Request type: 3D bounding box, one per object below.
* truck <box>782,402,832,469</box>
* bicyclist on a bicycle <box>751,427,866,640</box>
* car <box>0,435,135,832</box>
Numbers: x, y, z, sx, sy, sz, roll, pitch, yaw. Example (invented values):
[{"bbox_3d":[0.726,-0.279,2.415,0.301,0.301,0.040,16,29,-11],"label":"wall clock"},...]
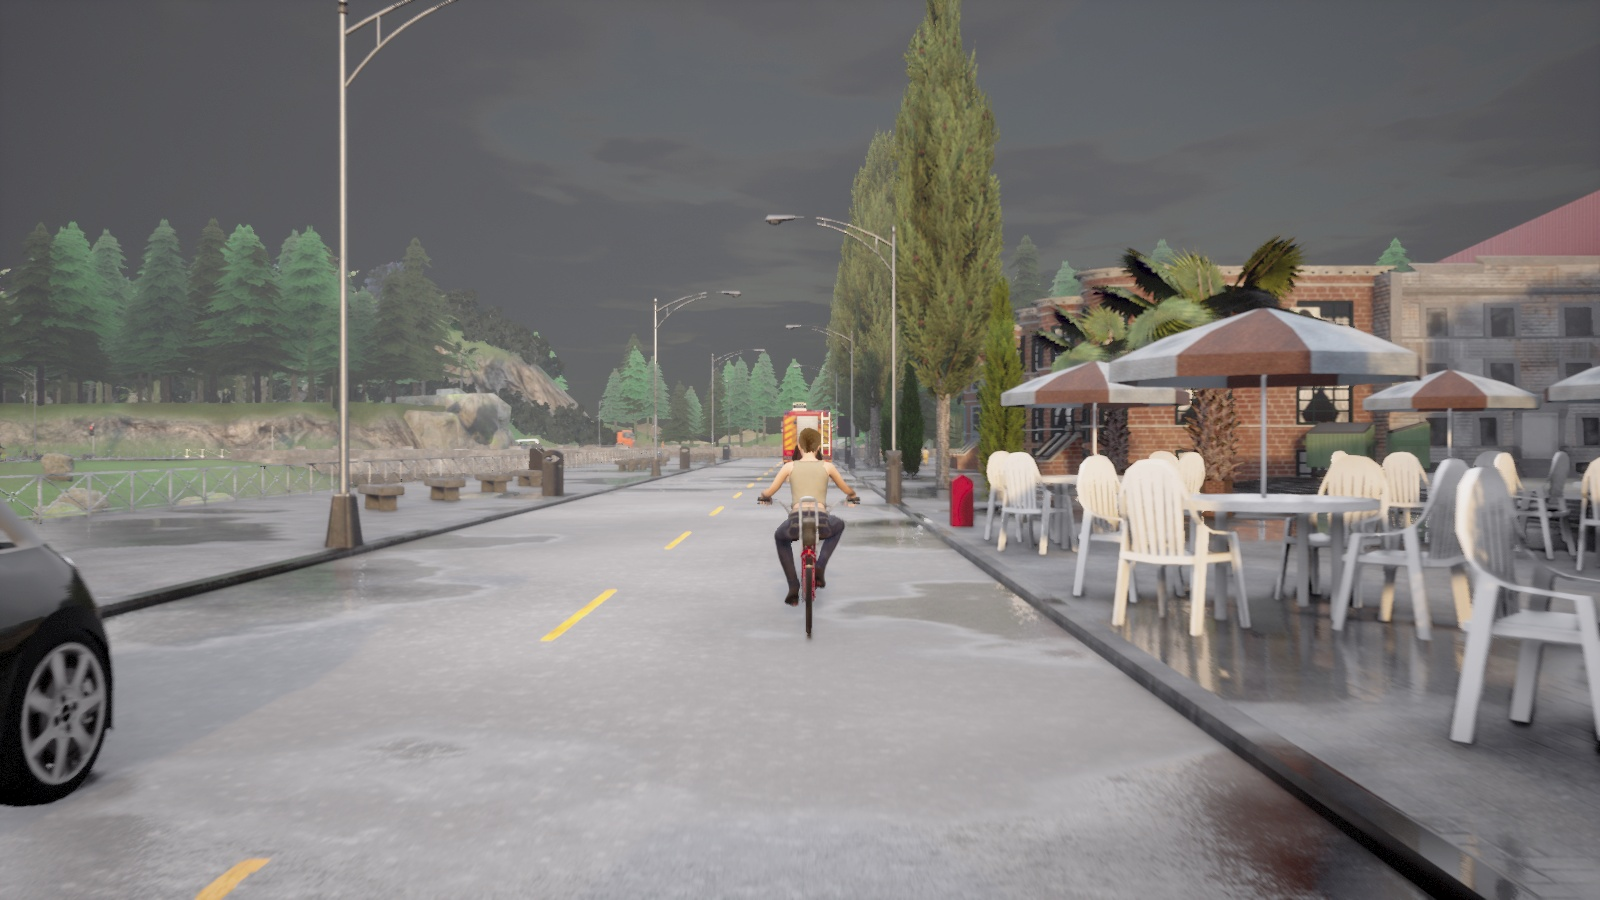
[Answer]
[{"bbox_3d":[0.437,-0.847,76.164,2.891,3.827,8.468,0,0,0],"label":"truck"},{"bbox_3d":[0.072,0.625,10.227,0.866,1.612,1.509,0,0,0],"label":"bicyclist on a bicycle"},{"bbox_3d":[-3.963,0.688,3.706,1.970,1.475,3.806,0,0,0],"label":"car"}]
